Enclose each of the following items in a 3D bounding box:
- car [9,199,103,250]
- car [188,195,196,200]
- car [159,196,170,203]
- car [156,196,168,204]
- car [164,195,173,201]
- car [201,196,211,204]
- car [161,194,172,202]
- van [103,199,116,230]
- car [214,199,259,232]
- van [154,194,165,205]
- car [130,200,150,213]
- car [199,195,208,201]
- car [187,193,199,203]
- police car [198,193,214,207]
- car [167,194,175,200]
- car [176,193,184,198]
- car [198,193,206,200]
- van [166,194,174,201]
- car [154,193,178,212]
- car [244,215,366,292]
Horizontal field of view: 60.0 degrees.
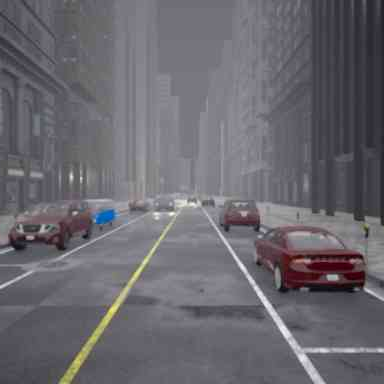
[{"bbox_3d":[-5.765,1.306,14.373,2.192,1.841,5.009,0,0,0],"label":"car"},{"bbox_3d":[-0.001,1.423,86.411,2.033,1.411,5.357,0,0,0],"label":"car"},{"bbox_3d":[-5.765,1.556,70.740,1.947,1.339,4.313,0,0,0],"label":"car"},{"bbox_3d":[-5.765,1.555,65.103,1.947,1.339,4.313,0,0,0],"label":"car"},{"bbox_3d":[-5.766,1.538,82.013,1.887,1.381,4.507,0,0,0],"label":"car"},{"bbox_3d":[2.759,1.515,65.284,1.752,1.417,4.829,0,0,0],"label":"car"},{"bbox_3d":[-5.766,1.307,76.376,2.192,1.841,5.009,0,0,0],"label":"car"},{"bbox_3d":[-5.765,1.330,20.009,1.690,1.788,3.998,0,0,0],"label":"van"},{"bbox_3d":[2.760,1.303,20.024,2.192,1.841,5.009,0,0,0],"label":"car"},{"bbox_3d":[-5.766,1.329,59.466,1.690,1.788,3.998,0,0,0],"label":"van"},{"bbox_3d":[-5.765,1.530,36.919,1.887,1.381,4.507,0,0,0],"label":"car"},{"bbox_3d":[2.759,1.433,82.023,1.967,1.590,4.097,0,0,0],"label":"car"},{"bbox_3d":[0.000,1.468,66.789,1.882,1.535,5.008,0,0,0],"label":"car"},{"bbox_3d":[2.366,1.411,49.630,1.930,1.638,5.238,0,0,0],"label":"police car"},{"bbox_3d":[-5.766,1.435,93.287,1.967,1.590,4.097,0,0,0],"label":"car"},{"bbox_3d":[-3.001,1.202,78.777,1.895,1.301,4.718,0,0,0],"label":"car"},{"bbox_3d":[2.759,1.310,93.296,2.192,1.841,5.009,0,0,0],"label":"car"},{"bbox_3d":[-5.766,1.335,87.650,1.690,1.788,3.998,0,0,0],"label":"van"},{"bbox_3d":[-3.092,1.338,38.247,2.097,1.767,4.553,0,0,0],"label":"car"},{"bbox_3d":[2.761,1.539,8.752,1.887,1.381,4.507,0,0,0],"label":"car"}]
